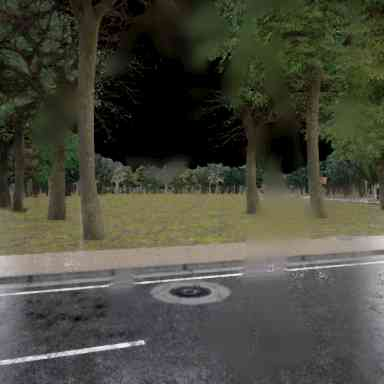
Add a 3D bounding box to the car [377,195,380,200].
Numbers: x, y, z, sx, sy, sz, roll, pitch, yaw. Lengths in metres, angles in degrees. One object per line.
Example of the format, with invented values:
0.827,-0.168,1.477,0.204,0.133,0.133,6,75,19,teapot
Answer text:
45.462,1.252,79.947,1.994,1.385,4.181,0,0,5,car
